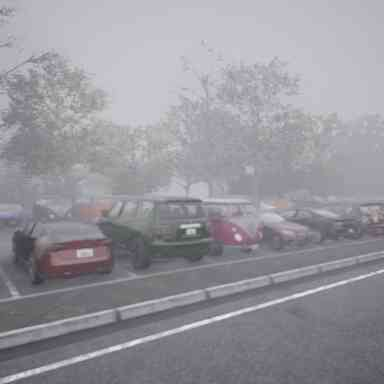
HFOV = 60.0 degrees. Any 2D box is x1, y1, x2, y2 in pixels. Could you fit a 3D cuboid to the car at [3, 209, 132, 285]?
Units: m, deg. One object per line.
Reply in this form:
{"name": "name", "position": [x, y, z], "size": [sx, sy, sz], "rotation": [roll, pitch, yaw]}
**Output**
{"name": "car", "position": [-3.816, 1.456, 9.554], "size": [2.163, 1.488, 4.792], "rotation": [0, 0, -35]}

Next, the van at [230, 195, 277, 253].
{"name": "van", "position": [0.771, 1.211, 12.642], "size": [1.878, 1.987, 4.442], "rotation": [1, 0, -35]}

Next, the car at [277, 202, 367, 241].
{"name": "car", "position": [5.228, 1.476, 15.952], "size": [2.097, 1.535, 5.008], "rotation": [1, 0, -35]}

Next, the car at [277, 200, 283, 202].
{"name": "car", "position": [6.668, 1.596, 33.045], "size": [2.002, 1.452, 4.674], "rotation": [1, 0, -35]}

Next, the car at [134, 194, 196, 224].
{"name": "car", "position": [-2.338, 1.225, 26.593], "size": [2.435, 2.045, 5.566], "rotation": [1, 0, -35]}

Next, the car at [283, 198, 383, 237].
{"name": "car", "position": [7.506, 1.370, 17.542], "size": [2.185, 1.767, 4.553], "rotation": [1, 0, -35]}

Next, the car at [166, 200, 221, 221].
{"name": "car", "position": [0.006, 1.497, 28.290], "size": [2.097, 1.535, 5.008], "rotation": [0, 0, -35]}

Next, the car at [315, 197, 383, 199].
{"name": "car", "position": [9.767, 1.390, 19.152], "size": [2.185, 1.767, 4.553], "rotation": [1, 0, -35]}

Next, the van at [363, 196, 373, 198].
{"name": "van", "position": [20.245, 1.450, 42.852], "size": [1.878, 1.987, 4.442], "rotation": [1, 0, -35]}

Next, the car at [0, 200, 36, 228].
{"name": "car", "position": [-11.267, 1.425, 20.276], "size": [2.097, 1.535, 5.008], "rotation": [-1, 0, -35]}

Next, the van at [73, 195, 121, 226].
{"name": "van", "position": [-6.833, 1.212, 23.570], "size": [1.878, 1.987, 4.442], "rotation": [1, 0, -35]}

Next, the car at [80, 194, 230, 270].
{"name": "car", "position": [-1.574, 1.165, 11.150], "size": [2.435, 2.045, 5.566], "rotation": [1, 0, -35]}

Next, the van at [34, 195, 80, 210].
{"name": "van", "position": [-9.063, 1.191, 21.696], "size": [1.878, 1.987, 4.442], "rotation": [0, 0, -35]}

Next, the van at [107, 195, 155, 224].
{"name": "van", "position": [-4.679, 1.231, 25.104], "size": [1.878, 1.987, 4.442], "rotation": [0, 0, -35]}

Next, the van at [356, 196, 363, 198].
{"name": "van", "position": [18.124, 1.430, 41.055], "size": [1.878, 1.987, 4.442], "rotation": [1, 0, -35]}

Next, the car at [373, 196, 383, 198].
{"name": "car", "position": [22.564, 1.696, 44.367], "size": [2.097, 1.535, 5.008], "rotation": [1, 0, -35]}

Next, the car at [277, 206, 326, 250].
{"name": "car", "position": [2.962, 1.496, 14.348], "size": [2.002, 1.452, 4.674], "rotation": [1, 0, -35]}

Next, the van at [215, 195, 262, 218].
{"name": "van", "position": [4.347, 1.310, 31.532], "size": [1.878, 1.987, 4.442], "rotation": [0, 0, -35]}

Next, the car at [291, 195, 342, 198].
{"name": "car", "position": [13.560, 1.365, 37.914], "size": [2.435, 2.045, 5.566], "rotation": [1, 0, -35]}

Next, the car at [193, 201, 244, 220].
{"name": "car", "position": [2.261, 1.557, 29.900], "size": [2.002, 1.452, 4.674], "rotation": [1, 0, -35]}
